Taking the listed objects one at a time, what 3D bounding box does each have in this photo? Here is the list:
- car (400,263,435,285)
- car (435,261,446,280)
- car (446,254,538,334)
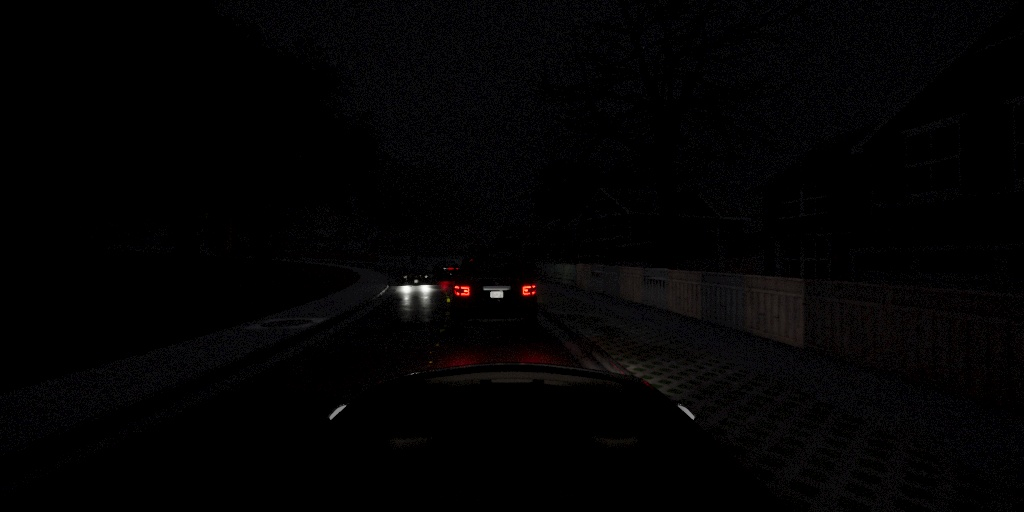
[{"bbox_3d":[-7.026,1.238,25.722,2.033,1.411,5.357,0,0,-18],"label":"car"},{"bbox_3d":[-5.498,1.170,29.957,2.128,1.511,4.902,0,0,-20],"label":"car"},{"bbox_3d":[-0.658,0.972,10.867,2.150,2.045,5.566,0,0,-7],"label":"car"}]
